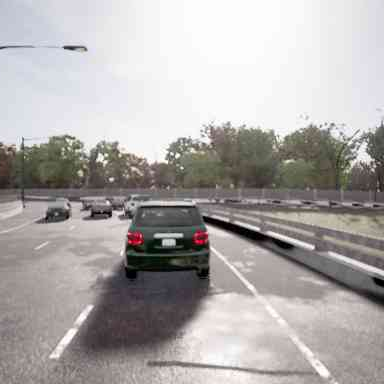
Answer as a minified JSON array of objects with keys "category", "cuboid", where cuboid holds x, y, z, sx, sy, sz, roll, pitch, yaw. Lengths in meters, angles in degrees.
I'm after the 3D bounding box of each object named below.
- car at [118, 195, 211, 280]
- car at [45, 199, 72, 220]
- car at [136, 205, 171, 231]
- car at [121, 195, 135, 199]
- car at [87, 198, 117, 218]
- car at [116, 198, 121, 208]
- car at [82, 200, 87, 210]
[{"category":"car","cuboid":[-0.793,1.239,10.249,2.150,2.045,5.566,0,0,-6]},{"category":"car","cuboid":[-11.436,1.578,28.686,1.812,1.442,4.674,0,0,-16]},{"category":"car","cuboid":[-2.673,1.637,22.142,1.895,1.301,4.718,0,0,-11]},{"category":"car","cuboid":[-5.361,1.275,32.806,2.150,2.045,5.566,0,0,-17]},{"category":"car","cuboid":[-8.589,1.542,31.371,2.128,1.511,4.902,0,-1,-17]},{"category":"car","cuboid":[-9.978,1.567,44.840,2.128,1.511,4.902,0,0,-24]},{"category":"car","cuboid":[-13.371,1.677,43.897,1.895,1.301,4.718,0,0,-24]}]
